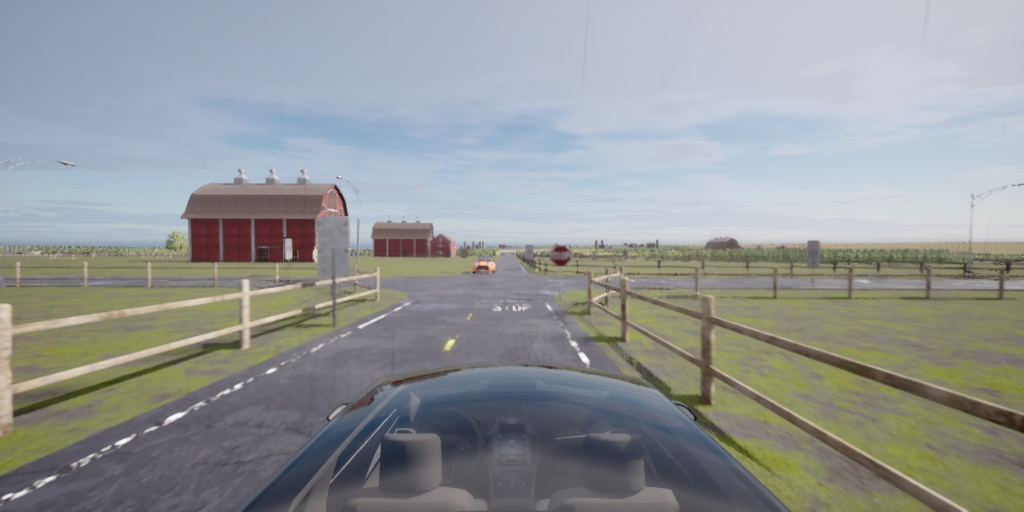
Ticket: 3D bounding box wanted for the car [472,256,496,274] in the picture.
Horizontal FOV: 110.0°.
[{"bbox_3d":[-2.743,0.811,35.957,2.097,1.767,4.553,0,0,0],"label":"car"}]
